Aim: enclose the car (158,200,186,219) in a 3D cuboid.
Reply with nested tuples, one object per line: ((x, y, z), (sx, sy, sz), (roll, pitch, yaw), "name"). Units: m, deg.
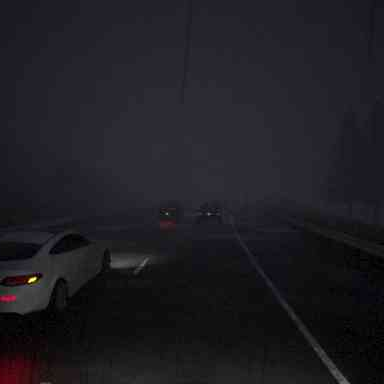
((-1.717, 1.490, 29.052), (1.837, 1.490, 4.892), (0, 0, 6), "car")

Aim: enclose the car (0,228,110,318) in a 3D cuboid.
((-3.223, 1.519, 7.312), (1.812, 1.442, 4.674), (0, 0, 2), "car")

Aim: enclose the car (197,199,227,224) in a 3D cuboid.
((1.383, 1.537, 25.052), (2.033, 1.411, 5.357), (0, 0, 5), "car")
